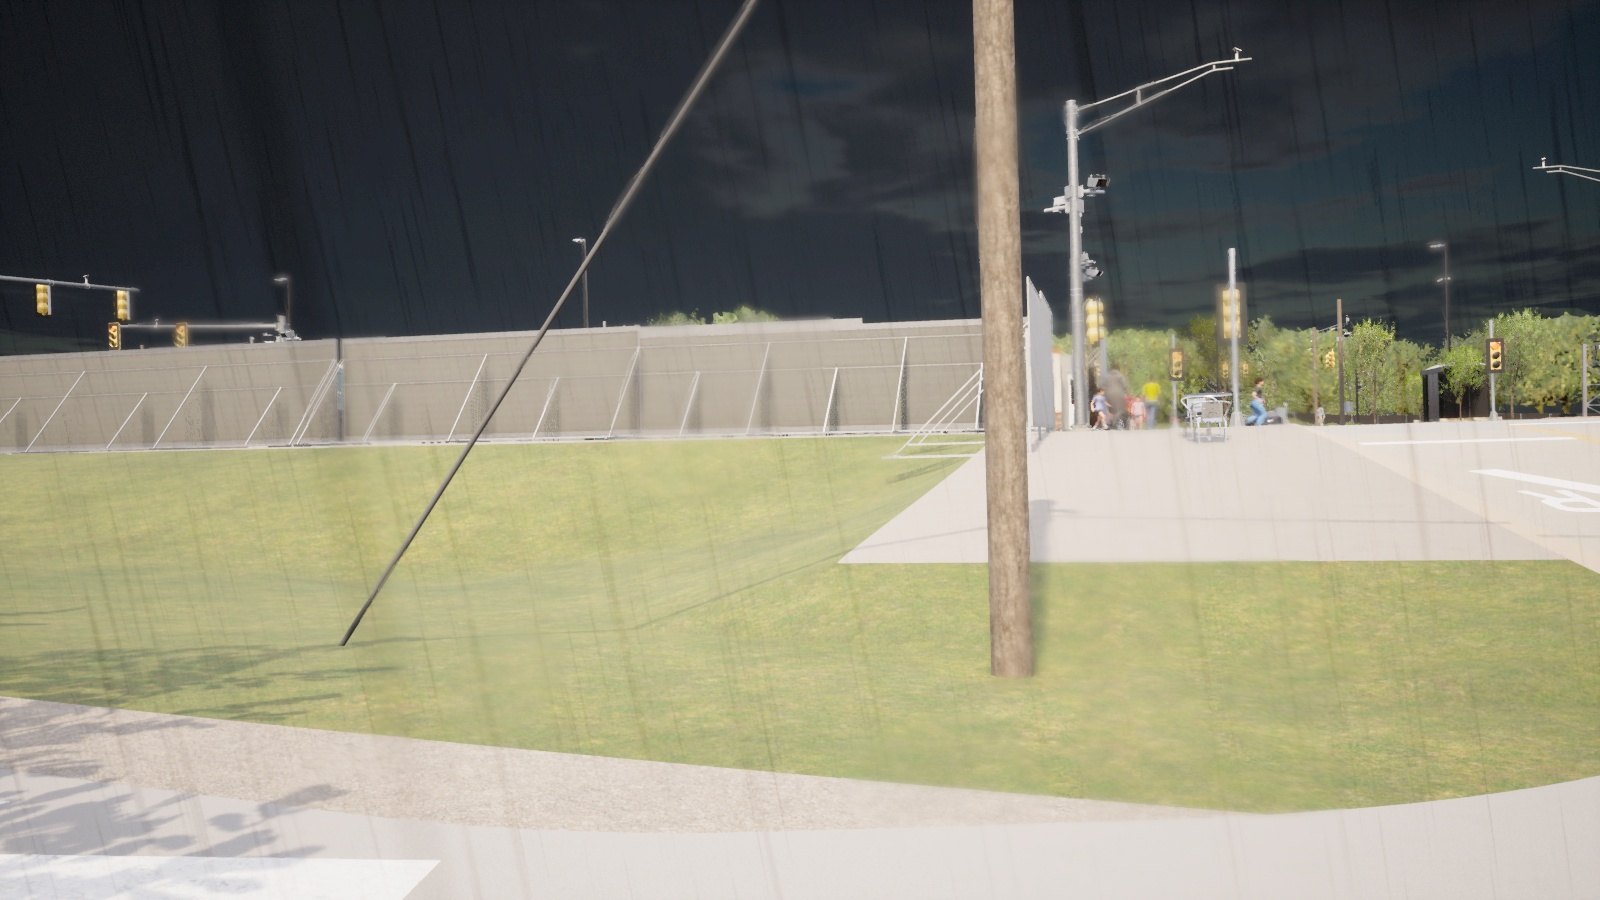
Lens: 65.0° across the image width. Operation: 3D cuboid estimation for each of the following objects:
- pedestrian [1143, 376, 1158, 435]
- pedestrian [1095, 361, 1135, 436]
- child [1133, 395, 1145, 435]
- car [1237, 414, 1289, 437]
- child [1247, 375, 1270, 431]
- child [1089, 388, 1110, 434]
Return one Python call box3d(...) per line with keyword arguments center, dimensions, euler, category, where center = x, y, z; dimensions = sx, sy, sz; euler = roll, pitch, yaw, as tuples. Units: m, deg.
box3d(center=(11.037, -1.388, 39.544), dimensions=(0.354, 1.836, 0.706), euler=(-1, 0, 19), category="pedestrian")
box3d(center=(8.388, -1.364, 33.441), dimensions=(0.659, 1.952, 0.873), euler=(-1, 0, 40), category="pedestrian")
box3d(center=(9.385, -0.965, 34.729), dimensions=(0.255, 1.110, 0.394), euler=(-1, 0, 21), category="child")
box3d(center=(31.367, -1.672, 85.203), dimensions=(2.163, 1.488, 4.792), euler=(-1, 1, 7), category="car")
box3d(center=(10.579, -1.076, 28.970), dimensions=(0.437, 1.263, 0.270), euler=(-1, 0, 10), category="child")
box3d(center=(7.475, -0.970, 31.344), dimensions=(0.255, 1.110, 0.394), euler=(-1, 0, -43), category="child")
